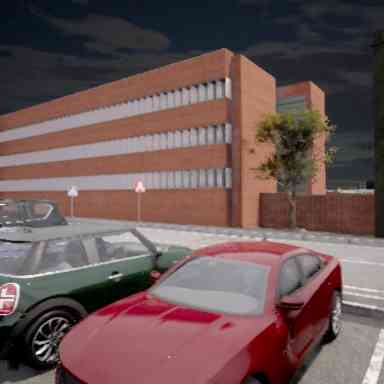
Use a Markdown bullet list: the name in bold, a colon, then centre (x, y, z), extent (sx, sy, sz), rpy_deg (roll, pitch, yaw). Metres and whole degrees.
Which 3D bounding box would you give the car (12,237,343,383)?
- **car**: centre (0.652, 1.483, 4.534), extent (2.097, 1.535, 5.008), rpy_deg (0, 0, 35)

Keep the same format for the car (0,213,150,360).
- **car**: centre (-1.670, 1.364, 6.145), extent (2.185, 1.767, 4.553), rpy_deg (0, 0, 35)

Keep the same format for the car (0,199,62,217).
- **car**: centre (-6.270, 1.251, 9.428), extent (2.435, 2.045, 5.566), rpy_deg (0, 0, 35)
